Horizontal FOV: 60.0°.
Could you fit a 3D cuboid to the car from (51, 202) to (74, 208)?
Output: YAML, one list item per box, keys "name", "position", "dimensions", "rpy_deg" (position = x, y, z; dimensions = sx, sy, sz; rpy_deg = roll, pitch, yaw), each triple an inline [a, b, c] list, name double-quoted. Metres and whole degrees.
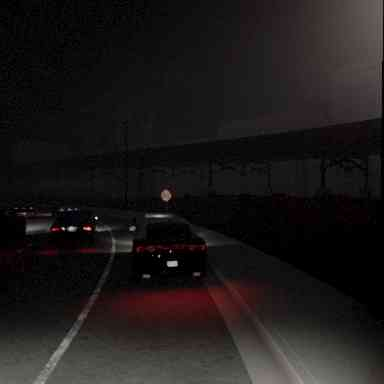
- name: "car"
  position: [-11.938, 1.598, 31.028]
  dimensions: [2.033, 1.411, 5.357]
  rpy_deg: [-1, 0, -30]

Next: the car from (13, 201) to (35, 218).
- name: "car"
  position: [-15.125, 1.577, 29.526]
  dimensions: [2.128, 1.511, 4.902]
  rpy_deg: [-1, 0, -31]

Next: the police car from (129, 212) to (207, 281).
- name: "police car"
  position: [-0.853, 1.422, 10.087]
  dimensions: [1.930, 1.638, 5.238]
  rpy_deg: [0, 0, -9]

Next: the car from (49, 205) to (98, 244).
- name: "car"
  position: [-5.589, 1.562, 15.967]
  dimensions: [2.033, 1.411, 5.357]
  rpy_deg: [0, 0, -15]

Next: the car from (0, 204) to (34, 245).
- name: "car"
  position: [-9.059, 1.524, 15.357]
  dimensions: [2.128, 1.511, 4.902]
  rpy_deg: [0, 0, -16]
